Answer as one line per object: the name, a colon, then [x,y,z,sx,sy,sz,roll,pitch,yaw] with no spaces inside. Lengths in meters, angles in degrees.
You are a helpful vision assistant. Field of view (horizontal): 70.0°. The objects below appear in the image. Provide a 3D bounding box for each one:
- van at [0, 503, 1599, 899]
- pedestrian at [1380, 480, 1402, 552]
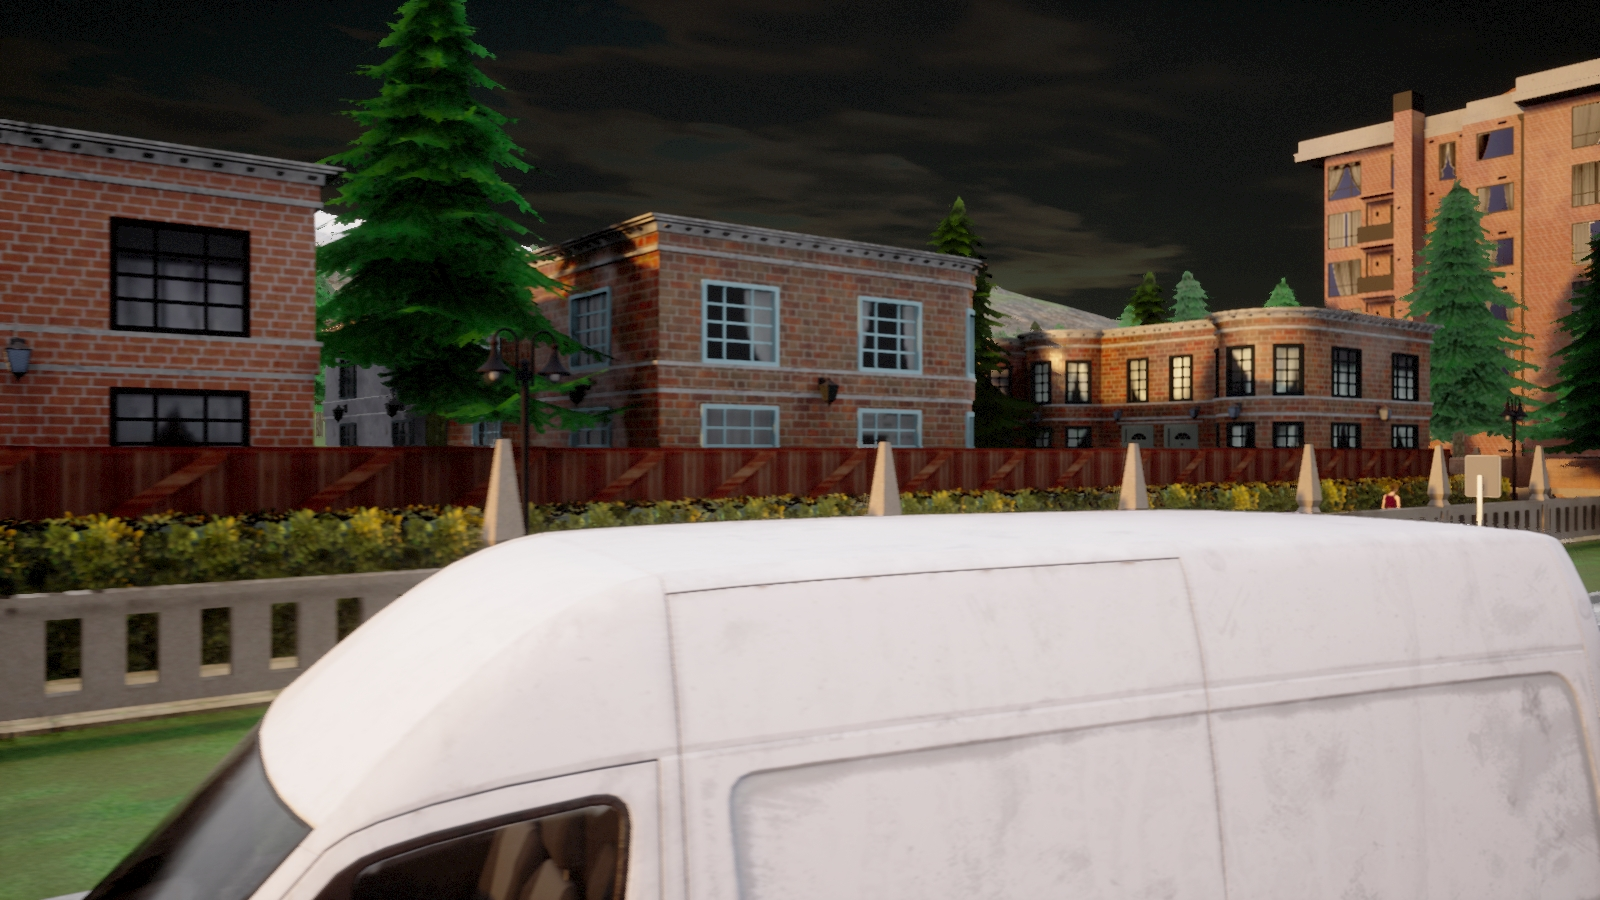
van: [-0.127,1.536,3.537,5.915,2.561,1.988,0,0,-24]
pedestrian: [15.506,1.717,29.984,0.375,1.860,0.375,0,0,-37]
